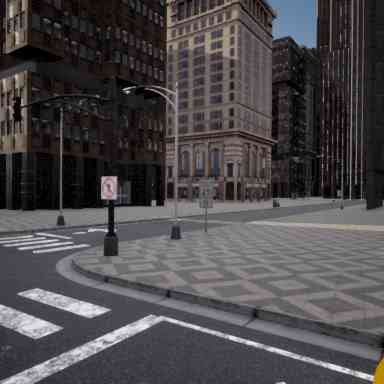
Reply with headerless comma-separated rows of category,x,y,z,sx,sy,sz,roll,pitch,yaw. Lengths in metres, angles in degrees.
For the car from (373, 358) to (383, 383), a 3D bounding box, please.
car,3.469,1.478,1.219,5.008,1.535,1.882,0,0,35
